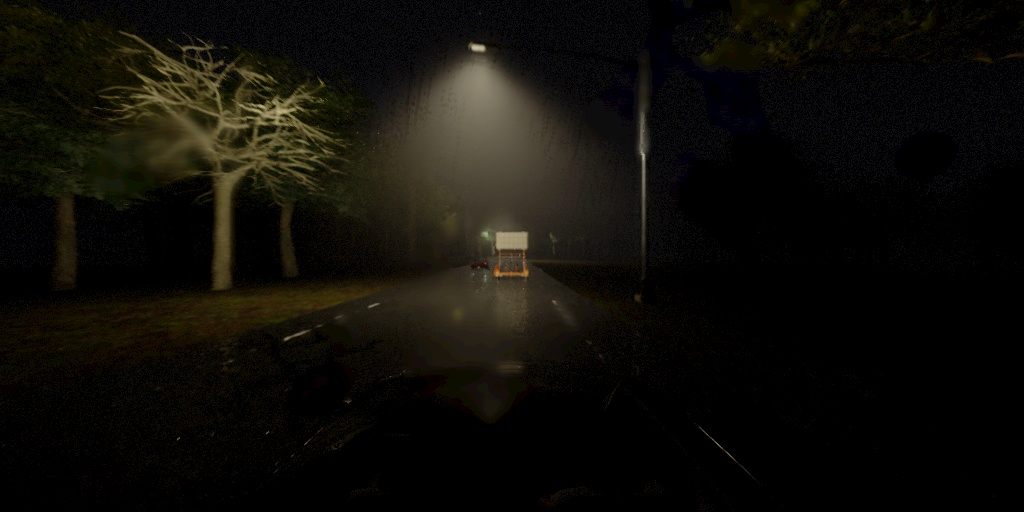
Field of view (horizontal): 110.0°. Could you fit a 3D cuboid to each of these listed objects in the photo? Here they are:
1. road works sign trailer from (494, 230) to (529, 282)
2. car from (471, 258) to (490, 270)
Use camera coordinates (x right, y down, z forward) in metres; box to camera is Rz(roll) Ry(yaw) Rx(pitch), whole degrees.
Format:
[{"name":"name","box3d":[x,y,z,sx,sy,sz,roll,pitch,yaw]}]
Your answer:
[{"name":"road works sign trailer","box3d":[-0.007,-0.046,25.957,2.380,3.560,2.880,0,0,0]},{"name":"car","box3d":[-3.563,0.873,40.786,1.895,1.301,4.718,0,1,0]}]
